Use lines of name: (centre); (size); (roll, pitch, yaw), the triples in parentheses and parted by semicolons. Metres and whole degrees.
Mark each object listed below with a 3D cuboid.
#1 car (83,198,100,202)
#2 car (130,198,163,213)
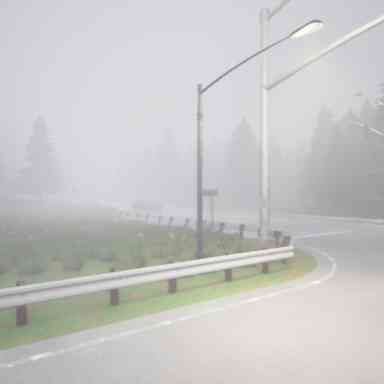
car: (-15.607, 1.581, 51.338); (1.994, 1.385, 4.181); (0, 0, -34)
car: (-4.952, 1.451, 36.122); (1.882, 1.535, 5.008); (0, 0, -36)
